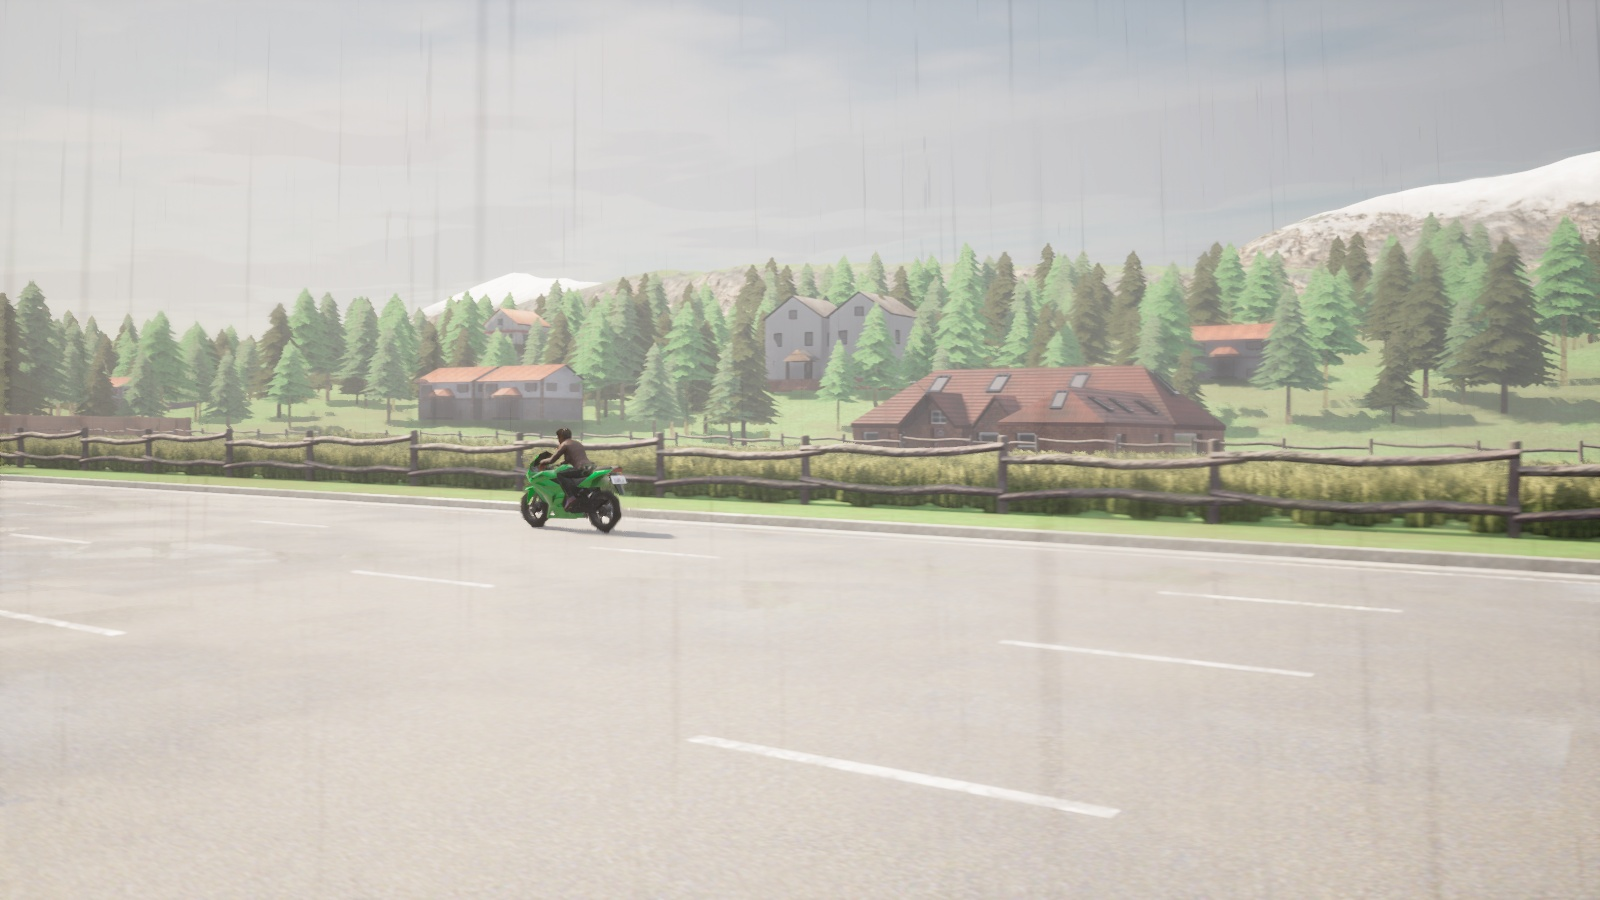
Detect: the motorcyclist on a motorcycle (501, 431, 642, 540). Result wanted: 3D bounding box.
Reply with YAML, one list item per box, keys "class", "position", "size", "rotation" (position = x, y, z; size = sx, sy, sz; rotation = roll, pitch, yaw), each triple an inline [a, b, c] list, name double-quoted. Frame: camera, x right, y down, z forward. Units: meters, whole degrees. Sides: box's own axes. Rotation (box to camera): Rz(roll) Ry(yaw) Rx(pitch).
- class: "motorcyclist on a motorcycle"
  position: [-3.379, 0.492, 18.472]
  size: [2.044, 1.523, 0.797]
  rotation: [0, 1, 34]
